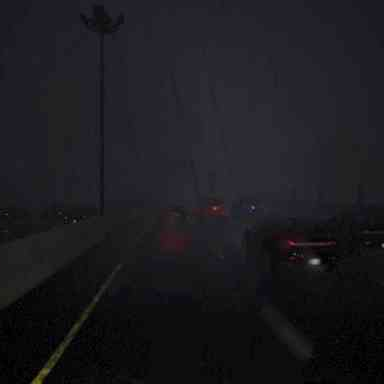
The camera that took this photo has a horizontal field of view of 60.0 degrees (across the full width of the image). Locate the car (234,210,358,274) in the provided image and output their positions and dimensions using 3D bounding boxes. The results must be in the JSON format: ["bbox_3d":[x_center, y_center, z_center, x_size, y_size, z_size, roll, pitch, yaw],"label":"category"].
[{"bbox_3d":[2.987,1.582,10.911,2.128,1.511,4.902,0,0,-3],"label":"car"}]

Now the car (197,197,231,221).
[{"bbox_3d":[1.729,1.485,30.111,2.150,2.045,5.566,0,-1,-4],"label":"car"}]

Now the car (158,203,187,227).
[{"bbox_3d":[-1.417,1.731,24.736,1.837,1.490,4.892,0,0,-4],"label":"car"}]

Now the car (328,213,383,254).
[{"bbox_3d":[6.330,1.596,13.560,2.128,1.511,4.902,0,-1,-3],"label":"car"}]

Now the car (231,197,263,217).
[{"bbox_3d":[5.130,1.490,31.680,2.150,2.045,5.566,0,0,-4],"label":"car"}]

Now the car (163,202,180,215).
[{"bbox_3d":[-2.448,1.963,39.908,1.895,1.301,4.718,0,0,-4],"label":"car"}]
